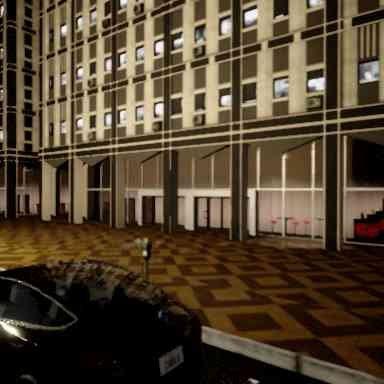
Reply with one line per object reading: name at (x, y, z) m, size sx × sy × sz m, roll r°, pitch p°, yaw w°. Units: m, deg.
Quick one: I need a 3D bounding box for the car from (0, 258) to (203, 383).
car at (-1.876, 1.539, 4.215) m, size 4.313 × 1.339 × 1.947 m, roll 0°, pitch 0°, yaw 35°
